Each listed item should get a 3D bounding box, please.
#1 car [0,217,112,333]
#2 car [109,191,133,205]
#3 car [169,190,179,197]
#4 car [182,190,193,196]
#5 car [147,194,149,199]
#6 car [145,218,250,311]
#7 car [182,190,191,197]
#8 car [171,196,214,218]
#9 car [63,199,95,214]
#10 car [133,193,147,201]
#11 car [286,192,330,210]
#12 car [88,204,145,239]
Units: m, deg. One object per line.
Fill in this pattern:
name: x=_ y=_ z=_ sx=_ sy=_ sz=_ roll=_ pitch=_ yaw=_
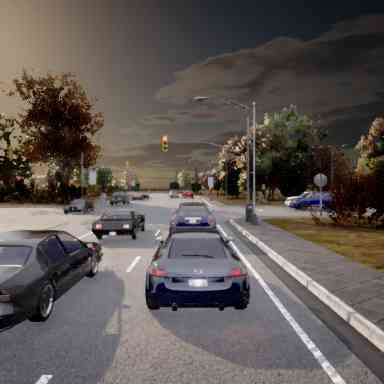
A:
car: x=-3.423 y=1.527 z=7.106 sx=2.033 sy=1.411 sz=5.357 roll=0 pitch=0 yaw=-1
car: x=-10.817 y=0.901 z=50.020 sx=2.150 sy=2.045 sz=5.566 roll=0 pitch=1 yaw=0
car: x=-4.394 y=0.882 z=84.193 sx=1.994 sy=1.385 sz=4.181 roll=0 pitch=1 yaw=-4
car: x=-0.845 y=0.561 z=83.517 sx=2.150 sy=2.045 sz=5.566 roll=0 pitch=1 yaw=-4
car: x=-11.083 y=1.016 z=77.697 sx=1.895 sy=1.301 sz=4.718 roll=0 pitch=1 yaw=-2
car: x=0.074 y=1.540 z=7.798 sx=1.994 sy=1.385 sz=4.181 roll=0 pitch=0 yaw=-1
car: x=-1.671 y=0.388 z=94.164 sx=2.097 sy=1.767 sz=4.553 roll=0 pitch=1 yaw=-7
car: x=0.029 y=1.270 z=16.431 sx=2.097 sy=1.767 sz=4.553 roll=0 pitch=0 yaw=0
car: x=-10.741 y=1.372 z=31.985 sx=1.994 sy=1.385 sz=4.181 roll=0 pitch=0 yaw=0
car: x=-10.856 y=1.022 z=66.713 sx=1.882 sy=1.535 sz=5.008 roll=0 pitch=0 yaw=0
car: x=13.988 y=0.991 z=37.509 sx=5.566 sy=2.045 sz=2.150 roll=0 pitch=0 yaw=-3
car: x=-3.492 y=1.517 z=16.750 sx=1.895 sy=1.301 sz=4.718 roll=0 pitch=0 yaw=-1
